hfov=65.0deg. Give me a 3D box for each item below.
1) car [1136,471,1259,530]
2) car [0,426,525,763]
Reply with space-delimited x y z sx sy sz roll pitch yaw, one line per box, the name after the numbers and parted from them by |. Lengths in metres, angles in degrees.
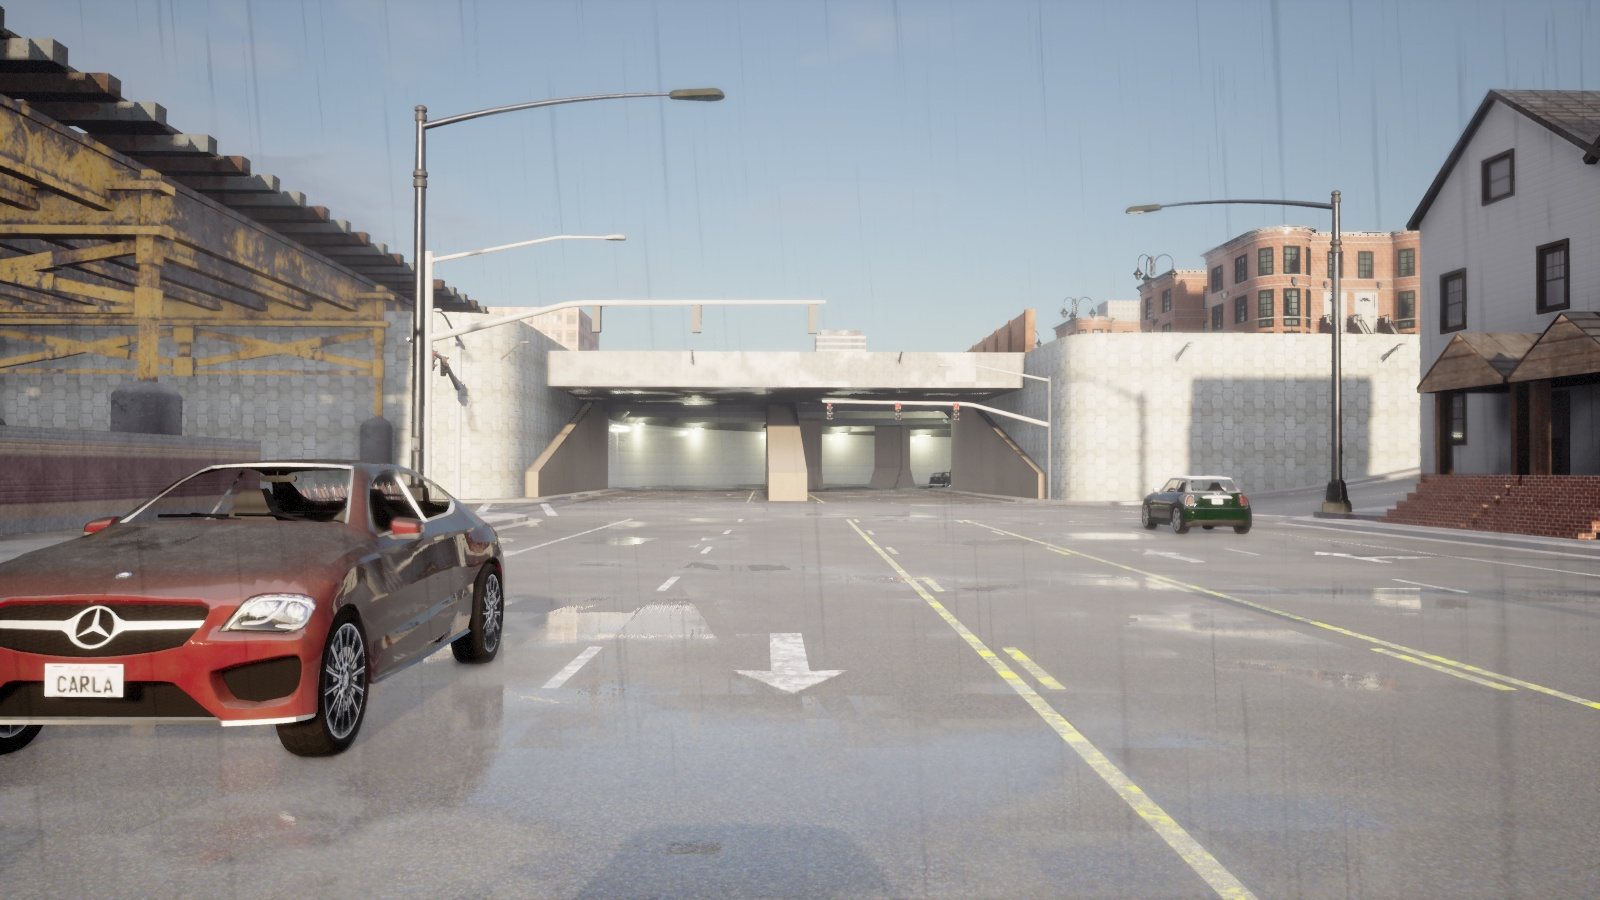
10.448 1.296 33.317 1.970 1.475 3.806 0 -1 -1 | car
-3.521 0.753 8.692 2.152 1.651 5.027 0 -1 0 | car
